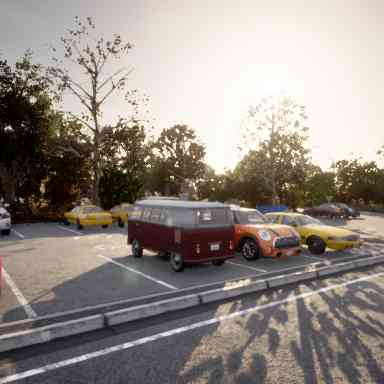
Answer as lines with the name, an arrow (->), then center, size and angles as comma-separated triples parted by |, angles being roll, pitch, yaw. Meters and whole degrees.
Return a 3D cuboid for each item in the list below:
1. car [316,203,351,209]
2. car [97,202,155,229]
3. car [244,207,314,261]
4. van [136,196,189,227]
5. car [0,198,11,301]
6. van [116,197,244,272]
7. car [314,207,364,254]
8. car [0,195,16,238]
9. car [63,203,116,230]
car -> 14.513, 2.115, 36.798 | 2.002, 1.452, 4.674 | 2, -1, -36
car -> -4.751, 1.529, 23.196 | 1.946, 1.575, 5.366 | 1, -1, -36
car -> 1.881, 1.395, 12.665 | 2.185, 1.767, 4.553 | 1, -1, -36
van -> -2.304, 1.345, 24.585 | 1.878, 1.987, 4.442 | 1, -1, -36
car -> -5.603, 1.198, 7.266 | 2.435, 2.045, 5.566 | 0, 0, -36
van -> -0.632, 1.265, 10.960 | 1.878, 1.987, 4.442 | 1, 0, -36
car -> 4.374, 1.558, 14.193 | 1.946, 1.575, 5.366 | 1, -1, -36
car -> -11.424, 1.205, 18.130 | 2.435, 2.045, 5.566 | 0, 0, -36
car -> -6.911, 1.498, 21.642 | 1.946, 1.575, 5.366 | 1, 0, -36
